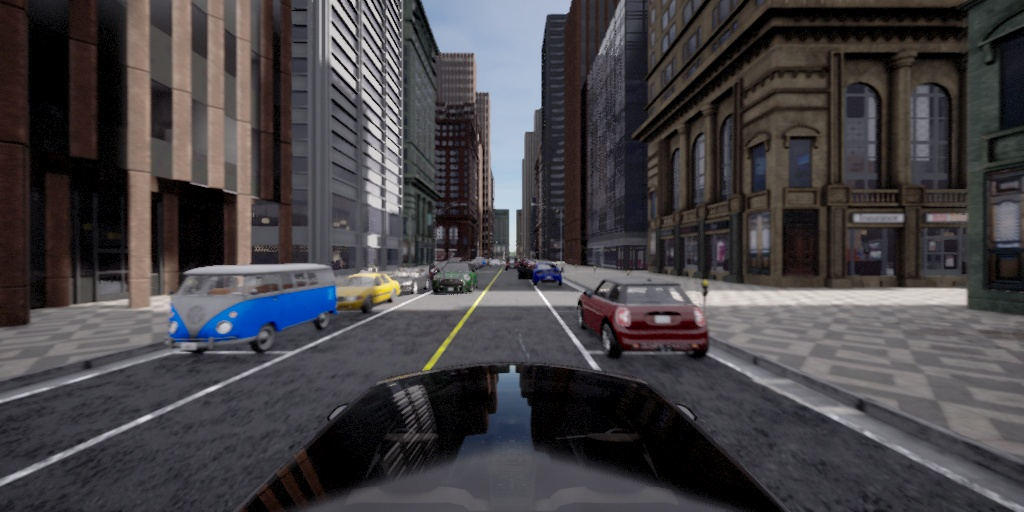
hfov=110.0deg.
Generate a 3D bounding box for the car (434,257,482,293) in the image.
[{"bbox_3d":[-3.102,1.093,20.393,2.097,1.767,4.553,0,0,0],"label":"car"}]

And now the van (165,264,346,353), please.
[{"bbox_3d":[-5.764,1.086,8.494,1.690,1.789,3.998,0,0,0],"label":"van"}]

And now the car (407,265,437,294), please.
[{"bbox_3d":[-5.767,1.292,19.766,2.007,1.370,4.403,0,0,0],"label":"car"}]

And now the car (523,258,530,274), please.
[{"bbox_3d":[2.752,1.319,47.957,1.802,1.307,4.207,0,0,0],"label":"car"}]

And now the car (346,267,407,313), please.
[{"bbox_3d":[-5.765,1.268,13.961,1.751,1.417,4.829,0,0,0],"label":"car"}]

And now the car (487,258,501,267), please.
[{"bbox_3d":[-3.014,1.300,64.469,1.812,1.442,4.674,0,0,0],"label":"car"}]

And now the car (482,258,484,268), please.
[{"bbox_3d":[-5.774,1.287,53.586,2.007,1.370,4.403,0,0,0],"label":"car"}]

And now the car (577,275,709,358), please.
[{"bbox_3d":[2.761,1.186,8.503,1.967,1.591,4.097,0,0,0],"label":"car"}]

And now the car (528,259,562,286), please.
[{"bbox_3d":[2.355,1.218,25.382,1.882,1.535,5.008,0,0,0],"label":"car"}]

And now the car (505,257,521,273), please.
[{"bbox_3d":[0.047,1.262,50.789,1.812,1.442,4.674,0,0,0],"label":"car"}]

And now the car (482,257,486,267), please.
[{"bbox_3d":[-5.775,1.319,59.223,1.802,1.307,4.207,0,0,0],"label":"car"}]

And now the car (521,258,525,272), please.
[{"bbox_3d":[2.751,1.319,53.594,1.802,1.307,4.207,0,0,0],"label":"car"}]

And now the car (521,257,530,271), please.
[{"bbox_3d":[2.750,1.178,59.230,1.967,1.591,4.097,0,0,0],"label":"car"}]
